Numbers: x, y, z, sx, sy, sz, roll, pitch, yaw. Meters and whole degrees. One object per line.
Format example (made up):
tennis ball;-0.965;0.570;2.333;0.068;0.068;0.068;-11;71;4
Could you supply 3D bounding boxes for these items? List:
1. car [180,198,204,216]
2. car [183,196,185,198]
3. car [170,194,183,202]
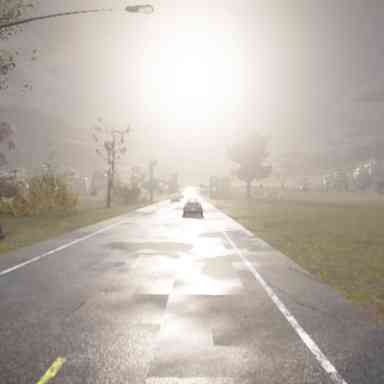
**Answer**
car;0.101;1.547;32.803;1.994;1.385;4.181;0;0;0
car;0.099;1.520;45.882;2.033;1.411;5.357;0;0;0
car;-3.498;1.303;71.593;2.097;1.767;4.553;0;0;0
